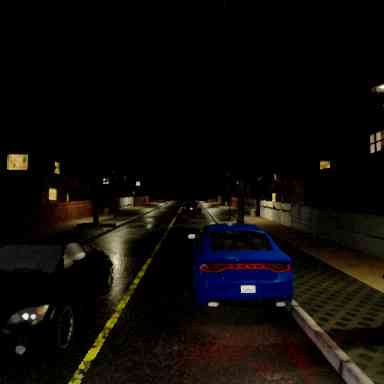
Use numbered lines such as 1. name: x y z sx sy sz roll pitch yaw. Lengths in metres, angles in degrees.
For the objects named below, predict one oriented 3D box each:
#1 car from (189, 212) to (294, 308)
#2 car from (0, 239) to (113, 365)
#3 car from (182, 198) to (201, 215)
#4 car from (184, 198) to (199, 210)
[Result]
1. car: 0.939 1.487 8.071 1.882 1.535 5.008 0 0 0
2. car: -2.767 1.570 5.941 1.994 1.385 4.181 0 0 0
3. car: -0.041 1.609 34.765 1.994 1.385 4.181 0 0 1
4. car: -0.083 1.565 44.645 1.837 1.490 4.892 0 0 0
